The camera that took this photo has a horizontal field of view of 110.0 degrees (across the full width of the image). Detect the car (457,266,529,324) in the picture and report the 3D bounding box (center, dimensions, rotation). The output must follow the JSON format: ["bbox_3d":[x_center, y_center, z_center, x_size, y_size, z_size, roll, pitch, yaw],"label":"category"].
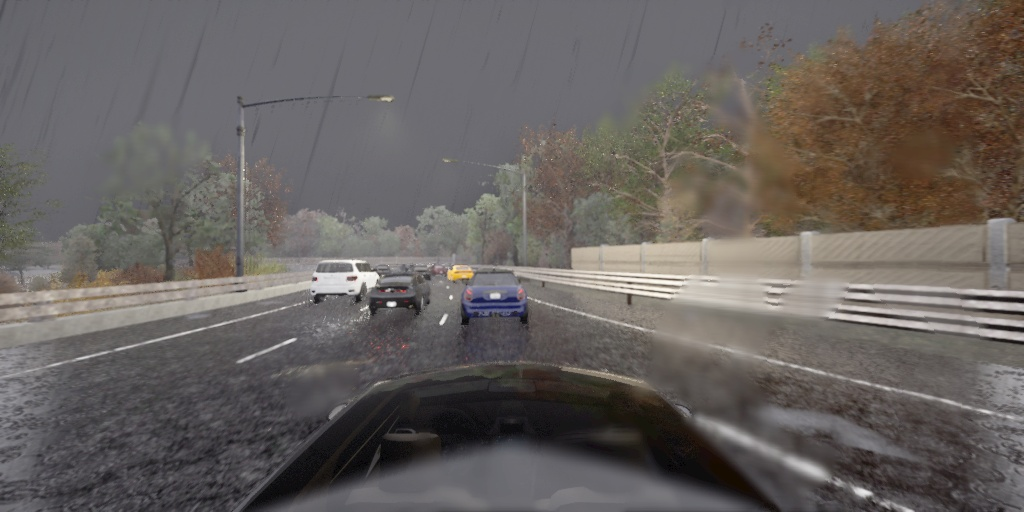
[{"bbox_3d":[-0.705,1.240,12.826,2.097,1.767,4.553,0,-1,-6],"label":"car"}]

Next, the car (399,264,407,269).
[{"bbox_3d":[-18.205,2.086,62.378,1.837,1.490,4.892,0,-1,-33],"label":"car"}]

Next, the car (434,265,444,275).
[{"bbox_3d":[-9.740,1.870,46.882,1.812,1.442,4.674,0,-1,-23],"label":"car"}]

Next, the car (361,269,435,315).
[{"bbox_3d":[-4.435,1.438,14.711,1.837,1.490,4.892,0,-1,-7],"label":"car"}]

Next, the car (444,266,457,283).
[{"bbox_3d":[-4.832,1.632,33.311,1.882,1.535,5.008,0,-1,-17],"label":"car"}]

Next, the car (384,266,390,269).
[{"bbox_3d":[-14.620,1.805,40.375,1.837,1.490,4.892,0,-1,-21],"label":"car"}]

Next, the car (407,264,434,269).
[{"bbox_3d":[-9.031,1.708,35.167,1.837,1.490,4.892,0,-1,-18],"label":"car"}]

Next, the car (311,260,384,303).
[{"bbox_3d":[-8.502,1.229,18.743,2.150,2.045,5.566,0,-1,-9],"label":"car"}]
